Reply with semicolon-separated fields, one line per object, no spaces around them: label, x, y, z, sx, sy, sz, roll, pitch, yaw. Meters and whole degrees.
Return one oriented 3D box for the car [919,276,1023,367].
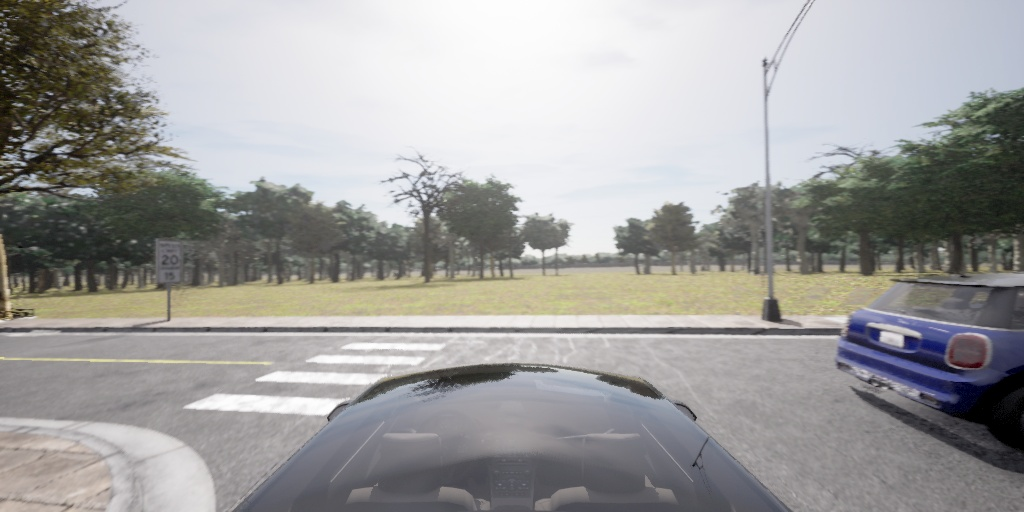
car;11.271;1.082;6.297;5.357;1.411;2.033;-1;-1;9

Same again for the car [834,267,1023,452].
car;6.727;0.965;4.041;4.553;1.767;2.097;-2;-1;9
